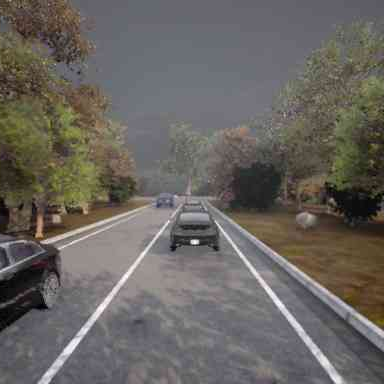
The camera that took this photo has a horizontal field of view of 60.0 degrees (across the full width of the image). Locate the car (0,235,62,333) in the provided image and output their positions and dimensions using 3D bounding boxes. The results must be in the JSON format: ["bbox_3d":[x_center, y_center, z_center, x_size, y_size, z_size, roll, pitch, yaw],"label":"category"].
[{"bbox_3d":[-3.601,1.492,4.997,2.128,1.511,4.902,0,0,0],"label":"car"}]

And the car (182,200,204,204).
[{"bbox_3d":[0.098,1.422,30.248,2.128,1.511,4.902,0,0,0],"label":"car"}]

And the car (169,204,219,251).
[{"bbox_3d":[0.100,1.494,14.039,1.837,1.490,4.892,0,0,0],"label":"car"}]

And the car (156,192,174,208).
[{"bbox_3d":[-3.592,1.088,45.236,2.150,2.045,5.566,0,0,0],"label":"car"}]
